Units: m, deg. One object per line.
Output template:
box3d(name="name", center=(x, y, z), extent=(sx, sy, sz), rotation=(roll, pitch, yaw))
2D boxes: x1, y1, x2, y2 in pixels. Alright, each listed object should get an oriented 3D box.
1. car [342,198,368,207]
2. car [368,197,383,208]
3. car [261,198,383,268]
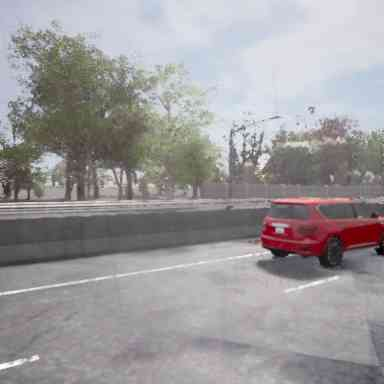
box3d(name="car", center=(25.669, 1.602, 52.335), extent=(4.181, 1.385, 1.994), rotation=(0, 0, -35))
box3d(name="car", center=(28.676, 1.566, 50.179), extent=(4.674, 1.442, 1.812), rotation=(0, 0, -35))
box3d(name="car", center=(4.835, 1.226, 11.538), extent=(5.566, 2.045, 2.150), rotation=(0, 0, -35))
